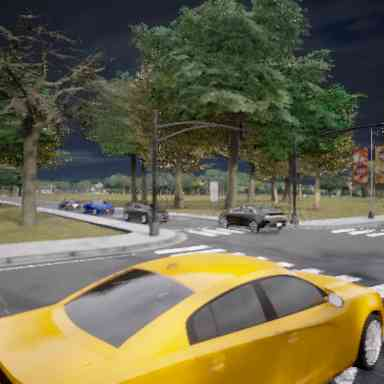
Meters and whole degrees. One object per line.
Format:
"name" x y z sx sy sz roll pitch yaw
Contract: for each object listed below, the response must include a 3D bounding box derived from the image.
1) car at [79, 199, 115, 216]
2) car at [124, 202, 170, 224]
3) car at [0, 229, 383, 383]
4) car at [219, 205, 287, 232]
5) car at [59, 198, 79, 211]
"car" -9.385 1.479 33.338 1.882 1.535 5.008 0 0 -35
"car" -3.490 1.518 25.056 1.837 1.490 4.892 0 0 -35
"car" 0.452 1.486 3.915 5.008 1.535 1.882 0 0 -39
"car" 3.493 1.530 20.000 2.128 1.511 4.902 1 0 -29
"car" -15.283 1.485 41.633 2.128 1.511 4.902 0 0 -35
